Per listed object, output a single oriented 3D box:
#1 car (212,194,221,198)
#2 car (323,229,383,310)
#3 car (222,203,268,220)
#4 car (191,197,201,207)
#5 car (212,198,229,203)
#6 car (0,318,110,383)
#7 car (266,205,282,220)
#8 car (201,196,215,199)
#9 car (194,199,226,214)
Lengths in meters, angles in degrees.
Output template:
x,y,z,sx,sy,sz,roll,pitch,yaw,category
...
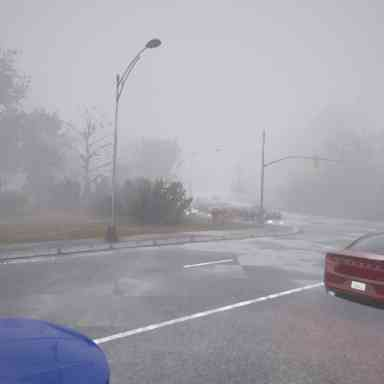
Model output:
x,y,z,sx,sy,sz,roll,pitch,yaw,category
5.863,1.106,79.152,2.033,1.411,5.357,2,2,-1,car
4.969,1.555,7.324,5.008,1.535,1.882,1,-1,-35,car
5.418,2.170,34.592,1.895,1.301,4.718,3,-1,-23,car
-0.651,1.703,52.351,2.128,1.511,4.902,2,1,-15,car
4.631,2.104,46.478,2.033,1.411,5.357,3,1,-18,car
-2.889,1.478,1.681,5.008,1.535,1.882,0,0,-36,car
8.107,2.215,37.267,1.837,1.490,4.892,3,-1,-21,car
1.916,1.730,56.505,1.837,1.490,4.892,2,2,-12,car
2.260,2.035,42.791,1.994,1.385,4.181,3,0,-19,car
